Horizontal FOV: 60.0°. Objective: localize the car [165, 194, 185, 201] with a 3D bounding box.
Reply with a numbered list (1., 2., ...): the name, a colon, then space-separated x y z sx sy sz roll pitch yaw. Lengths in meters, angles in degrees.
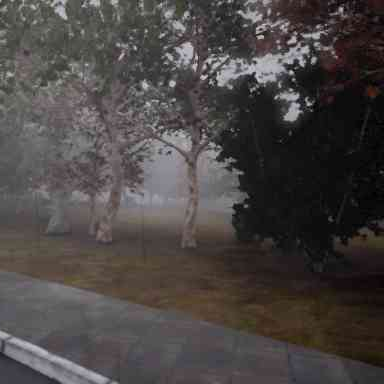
1. car: -5.083 1.549 94.647 2.435 2.045 5.566 6 1 41
